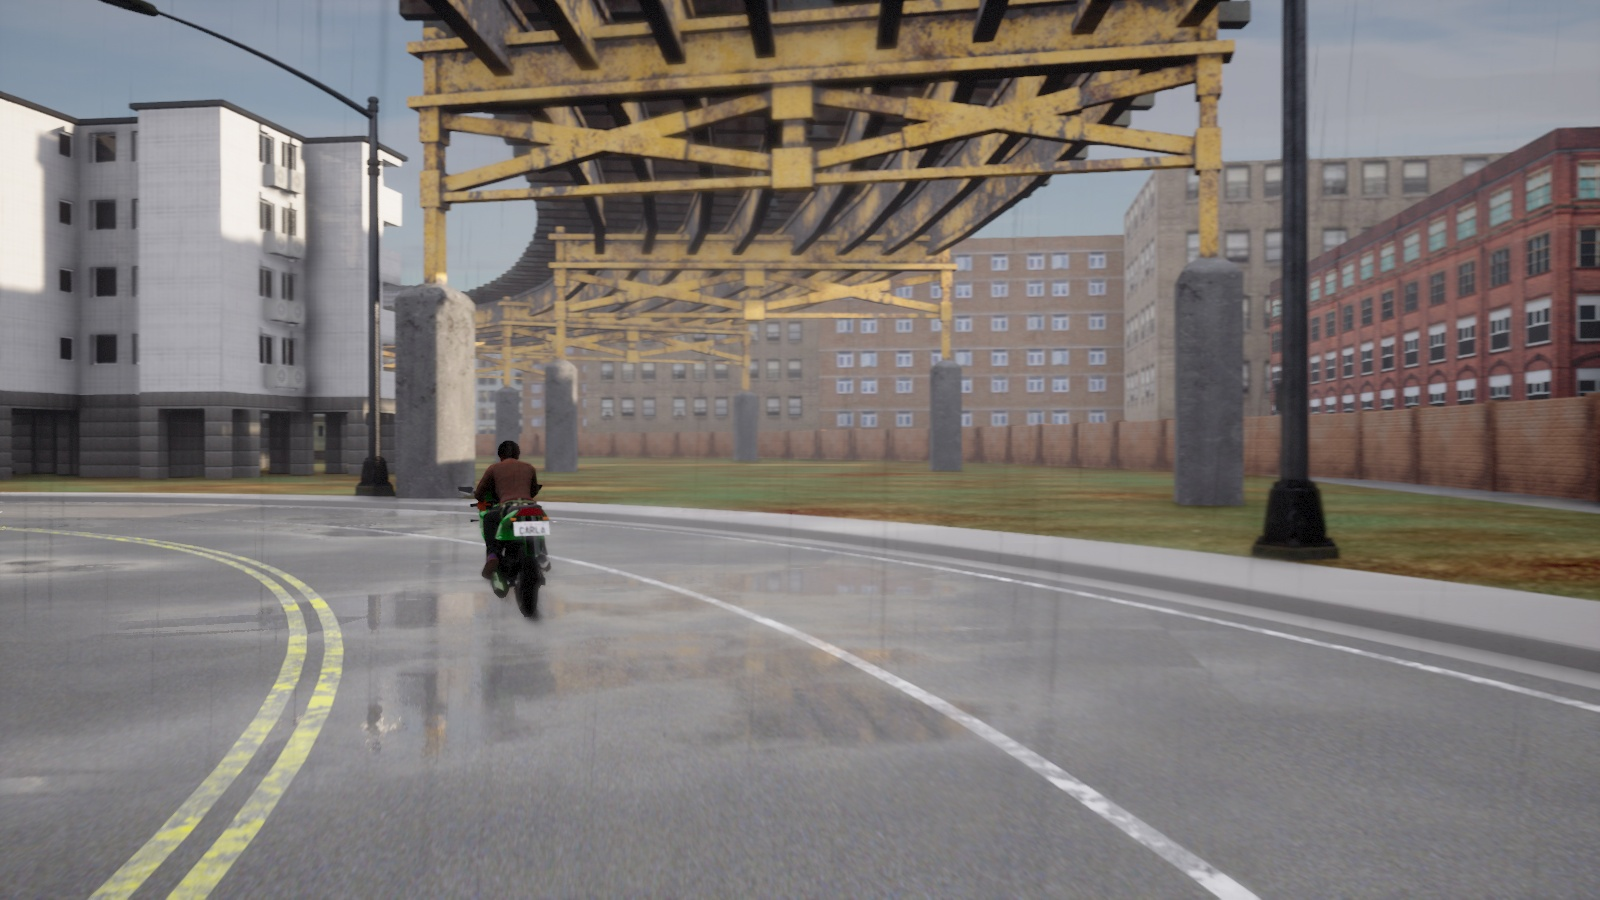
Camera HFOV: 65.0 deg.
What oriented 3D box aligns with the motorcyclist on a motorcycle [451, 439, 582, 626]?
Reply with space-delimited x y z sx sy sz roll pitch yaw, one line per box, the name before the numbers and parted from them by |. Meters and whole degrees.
motorcyclist on a motorcycle | -2.598 0.666 11.331 0.797 1.523 2.044 -1 1 -23
